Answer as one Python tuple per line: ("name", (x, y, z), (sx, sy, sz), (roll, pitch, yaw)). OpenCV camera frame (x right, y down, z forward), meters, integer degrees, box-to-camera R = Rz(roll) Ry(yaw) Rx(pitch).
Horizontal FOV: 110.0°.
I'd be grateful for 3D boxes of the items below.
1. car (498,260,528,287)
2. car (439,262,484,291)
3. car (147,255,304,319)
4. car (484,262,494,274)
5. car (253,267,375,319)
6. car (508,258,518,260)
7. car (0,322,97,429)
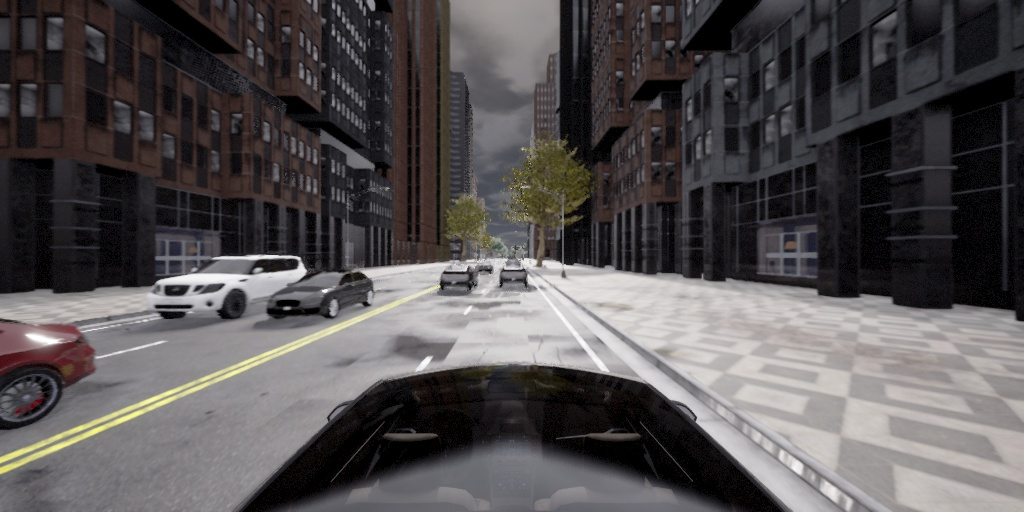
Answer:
("car", (0.099, 1.248, 24.713), (2.128, 1.511, 4.902), (0, 0, 0))
("car", (-3.157, 1.248, 21.929), (2.128, 1.511, 4.902), (0, 0, 0))
("car", (-9.785, 0.976, 13.117), (2.150, 2.045, 5.566), (0, 0, 0))
("car", (-3.142, 1.357, 41.920), (1.895, 1.301, 4.718), (0, 0, 0))
("car", (-6.537, 1.257, 12.876), (1.837, 1.490, 4.892), (0, 0, 0))
("car", (0.110, 1.107, 47.699), (2.097, 1.767, 4.553), (0, 0, 0))
("car", (-6.586, 1.276, 2.938), (1.812, 1.442, 4.674), (0, 0, 0))
